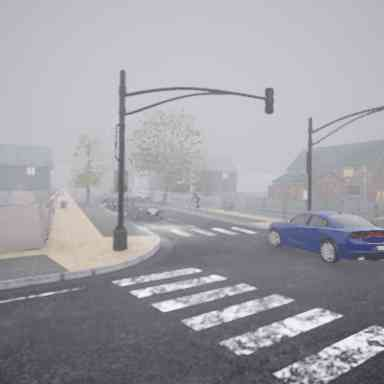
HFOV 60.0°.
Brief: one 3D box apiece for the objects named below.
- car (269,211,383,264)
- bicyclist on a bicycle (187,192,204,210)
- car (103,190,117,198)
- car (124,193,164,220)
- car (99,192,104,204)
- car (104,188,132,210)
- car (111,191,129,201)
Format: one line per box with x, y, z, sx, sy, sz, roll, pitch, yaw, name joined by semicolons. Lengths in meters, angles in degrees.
4.575;1.411;11.719;1.882;1.535;5.008;1;0;-18;car
0.308;0.859;30.373;1.656;1.620;0.582;1;1;-21;bicyclist on a bicycle
-15.311;0.370;62.172;1.837;1.490;4.892;1;1;-21;car
-3.393;1.057;23.710;2.128;1.511;4.902;1;1;-21;car
-10.894;0.735;43.002;2.033;1.411;5.357;1;1;-21;car
-7.025;0.605;33.043;2.150;2.045;5.566;1;1;-21;car
-11.383;0.612;52.347;2.033;1.411;5.357;1;1;-21;car
